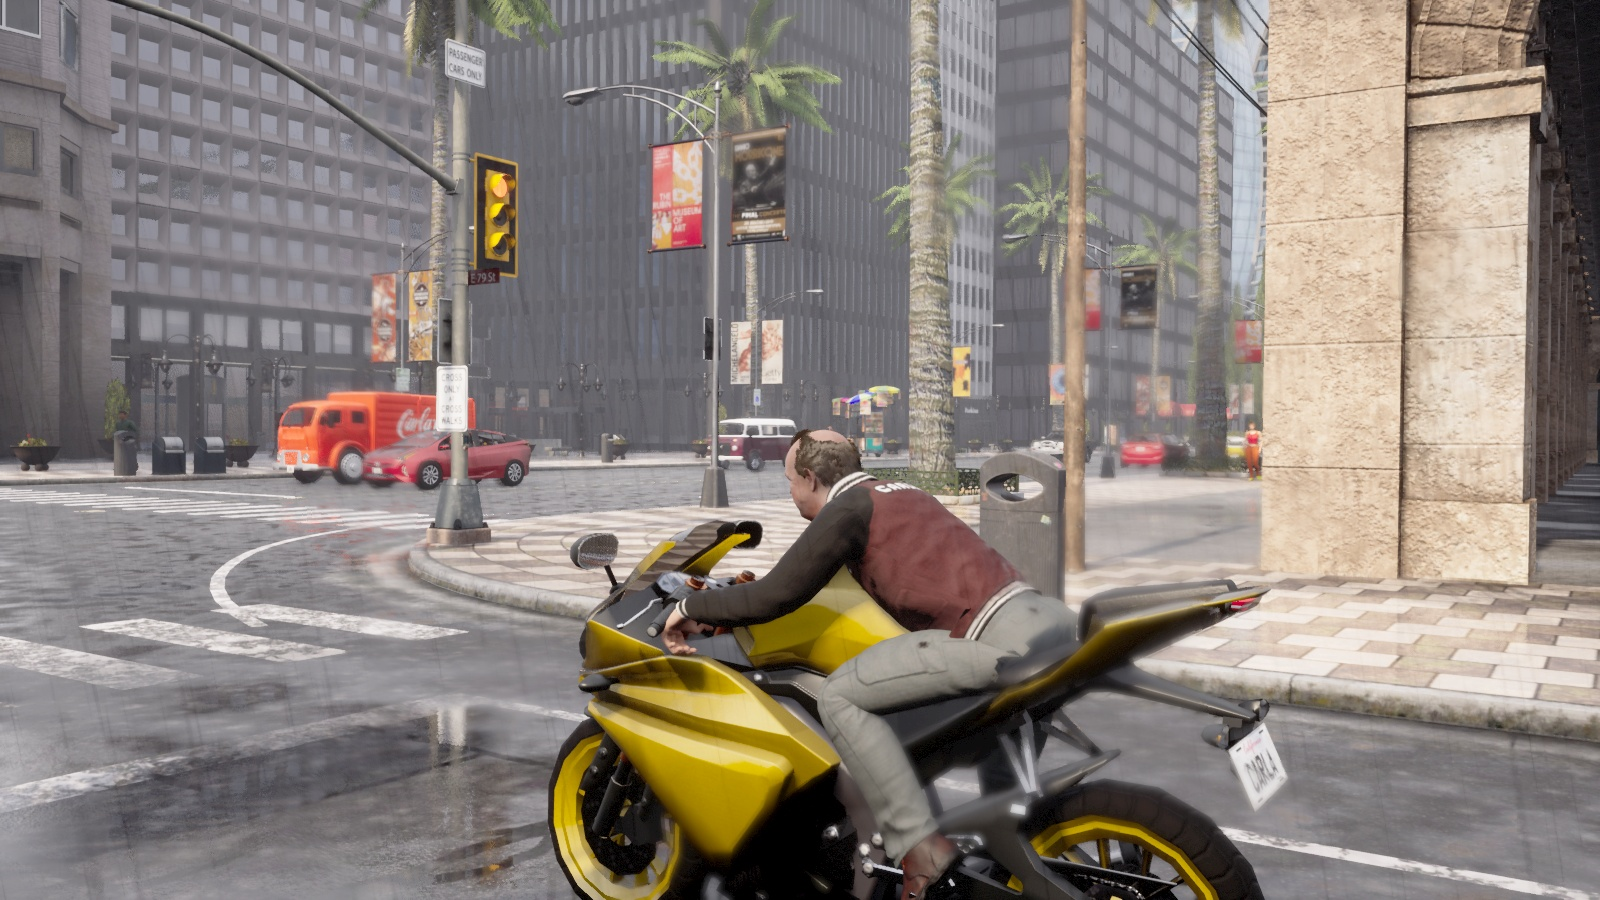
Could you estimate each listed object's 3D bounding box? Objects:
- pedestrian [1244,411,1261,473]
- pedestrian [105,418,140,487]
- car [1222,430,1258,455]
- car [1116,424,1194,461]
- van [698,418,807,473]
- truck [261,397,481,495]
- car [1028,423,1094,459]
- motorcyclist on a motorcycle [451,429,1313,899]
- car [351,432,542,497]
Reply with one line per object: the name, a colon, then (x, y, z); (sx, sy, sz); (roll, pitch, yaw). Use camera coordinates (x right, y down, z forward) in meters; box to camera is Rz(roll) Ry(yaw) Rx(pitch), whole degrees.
pedestrian: (13.520, -0.246, 37.506); (0.345, 1.836, 0.594); (0, 1, 33)
pedestrian: (-19.403, 0.073, 35.975); (0.423, 1.949, 0.788); (0, 1, 19)
car: (25.176, -0.422, 71.804); (1.481, 1.376, 2.207); (0, 1, 33)
car: (16.578, -0.373, 58.463); (2.242, 1.667, 4.611); (0, 1, 33)
van: (-1.828, -0.205, 49.542); (2.069, 2.038, 4.480); (0, 1, 34)
truck: (-11.692, -0.112, 34.585); (2.627, 2.467, 5.204); (0, 0, 35)
car: (14.047, -0.500, 67.458); (1.932, 1.855, 4.605); (0, 1, 33)
motorcyclist on a motorcycle: (0.146, 0.718, 3.421); (2.191, 1.530, 0.866); (0, 1, 33)
car: (-8.995, 0.318, 32.343); (2.007, 1.525, 4.514); (0, 1, 33)
